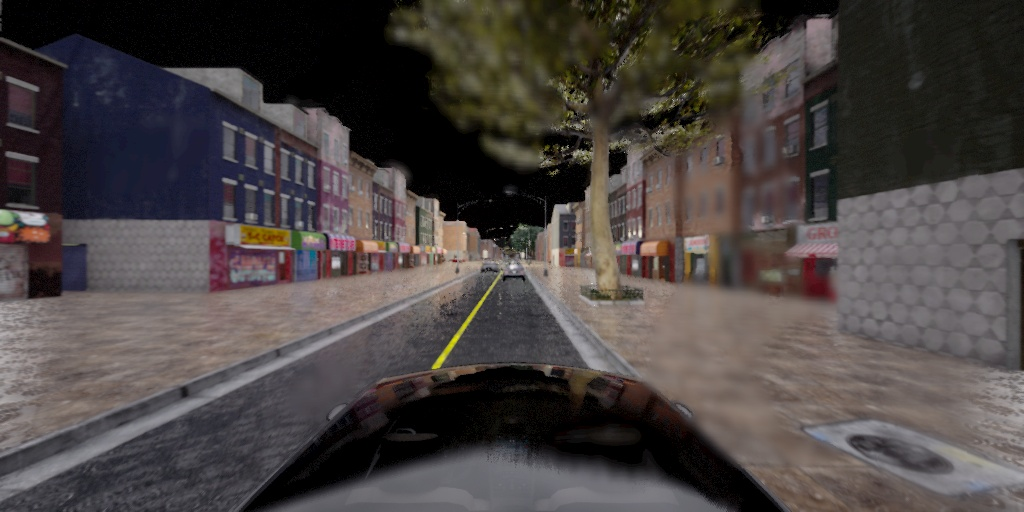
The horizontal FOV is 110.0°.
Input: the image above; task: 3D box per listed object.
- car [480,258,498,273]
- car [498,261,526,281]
[{"bbox_3d":[-2.613,1.296,42.862,1.994,1.385,4.181,0,0,0],"label":"car"},{"bbox_3d":[0.171,1.292,29.987,2.033,1.411,5.357,0,0,0],"label":"car"}]
